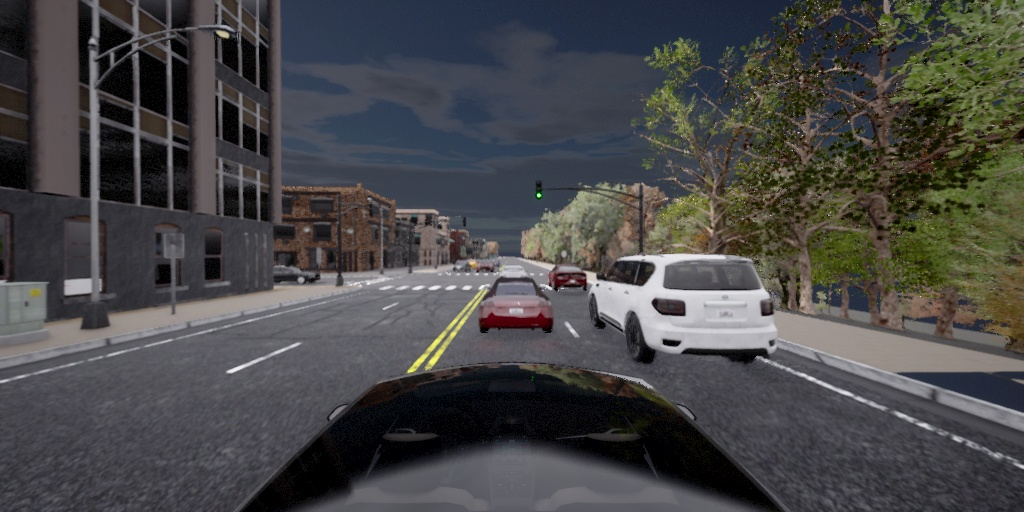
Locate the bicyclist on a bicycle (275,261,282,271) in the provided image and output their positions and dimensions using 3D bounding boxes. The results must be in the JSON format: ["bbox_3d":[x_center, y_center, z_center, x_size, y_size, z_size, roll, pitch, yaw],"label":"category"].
[{"bbox_3d":[-24.988,1.390,38.327,0.582,1.620,1.656,-1,1,-1],"label":"bicyclist on a bicycle"}]

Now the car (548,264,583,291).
[{"bbox_3d":[3.344,1.254,22.251,1.882,1.535,5.008,0,0,0],"label":"car"}]

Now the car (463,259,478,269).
[{"bbox_3d":[-6.671,1.303,57.718,1.882,1.535,5.008,0,0,0],"label":"car"}]

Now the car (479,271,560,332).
[{"bbox_3d":[0.097,1.326,10.870,1.994,1.385,4.181,0,0,0],"label":"car"}]

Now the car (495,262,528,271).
[{"bbox_3d":[0.080,1.302,22.420,1.812,1.442,4.674,0,0,0],"label":"car"}]

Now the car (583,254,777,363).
[{"bbox_3d":[3.347,0.982,8.305,2.150,2.045,5.566,0,0,0],"label":"car"}]

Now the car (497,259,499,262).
[{"bbox_3d":[-3.419,1.422,55.239,1.895,1.301,4.718,0,0,0],"label":"car"}]

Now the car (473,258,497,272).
[{"bbox_3d":[-3.395,1.161,46.277,2.097,1.767,4.553,0,0,0],"label":"car"}]

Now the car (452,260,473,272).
[{"bbox_3d":[-6.639,1.302,47.578,2.128,1.511,4.902,0,0,1],"label":"car"}]

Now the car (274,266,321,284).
[{"bbox_3d":[-18.513,1.570,29.751,4.892,1.490,1.837,-1,1,-2],"label":"car"}]
